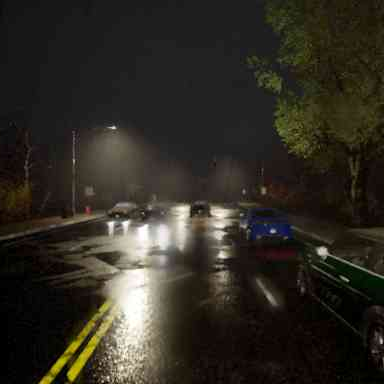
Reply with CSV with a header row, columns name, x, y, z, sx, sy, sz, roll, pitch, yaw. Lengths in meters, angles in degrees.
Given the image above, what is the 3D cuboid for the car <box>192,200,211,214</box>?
name,x,y,z,sx,sy,sz,roll,pitch,yaw
car,1.102,1.637,36.503,1.895,1.301,4.718,0,0,3

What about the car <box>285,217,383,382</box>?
name,x,y,z,sx,sy,sz,roll,pitch,yaw
car,3.280,1.362,5.525,2.097,1.767,4.553,0,0,1

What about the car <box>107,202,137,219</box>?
name,x,y,z,sx,sy,sz,roll,pitch,yaw
car,-5.903,1.580,29.485,2.033,1.411,5.357,0,0,3

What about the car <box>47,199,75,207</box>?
name,x,y,z,sx,sy,sz,roll,pitch,yaw
car,-23.248,1.856,58.089,5.357,1.411,2.033,-1,-1,12

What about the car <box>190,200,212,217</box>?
name,x,y,z,sx,sy,sz,roll,pitch,yaw
car,0.808,1.522,31.445,2.128,1.511,4.902,0,-1,3

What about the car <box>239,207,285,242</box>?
name,x,y,z,sx,sy,sz,roll,pitch,yaw
car,3.472,1.499,16.478,1.882,1.535,5.008,0,0,1

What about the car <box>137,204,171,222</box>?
name,x,y,z,sx,sy,sz,roll,pitch,yaw
car,-2.785,1.631,26.390,1.895,1.301,4.718,0,0,2
